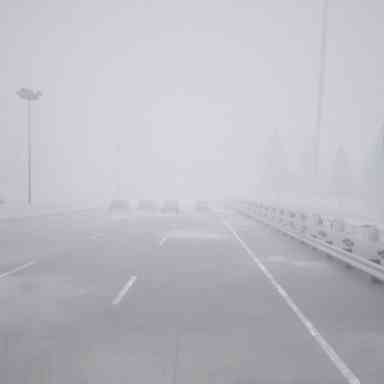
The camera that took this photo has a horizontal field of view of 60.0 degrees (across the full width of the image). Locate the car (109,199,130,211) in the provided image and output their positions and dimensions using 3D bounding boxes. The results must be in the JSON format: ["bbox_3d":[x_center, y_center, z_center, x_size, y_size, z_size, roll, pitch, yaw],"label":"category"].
[{"bbox_3d":[-9.239,1.645,42.862,1.837,1.490,4.892,0,-2,1],"label":"car"}]

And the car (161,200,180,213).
[{"bbox_3d":[-2.368,1.643,37.504,2.033,1.411,5.357,0,-1,1],"label":"car"}]

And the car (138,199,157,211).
[{"bbox_3d":[-5.735,1.640,43.107,2.128,1.511,4.902,0,-1,2],"label":"car"}]

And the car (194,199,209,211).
[{"bbox_3d":[1.287,1.643,43.680,1.882,1.535,5.008,0,-2,2],"label":"car"}]
